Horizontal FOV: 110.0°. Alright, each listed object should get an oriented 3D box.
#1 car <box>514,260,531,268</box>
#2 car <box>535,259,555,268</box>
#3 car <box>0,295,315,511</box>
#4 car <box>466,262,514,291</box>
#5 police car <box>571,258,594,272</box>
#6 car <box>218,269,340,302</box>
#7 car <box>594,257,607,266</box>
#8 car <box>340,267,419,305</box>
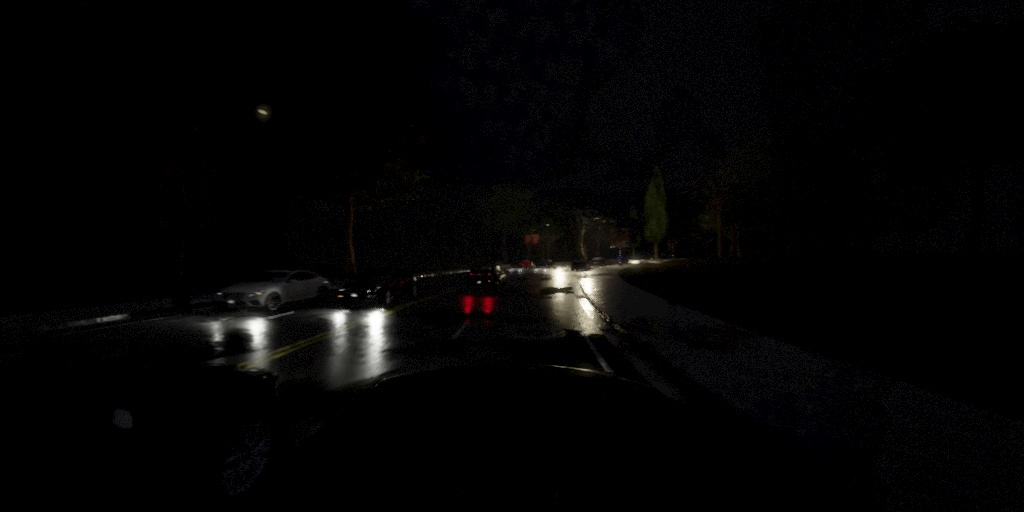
[{"bbox_3d":[1.382,1.229,56.103,1.895,1.301,4.718,0,0,24],"label":"car"},{"bbox_3d":[5.161,1.193,56.683,1.895,1.301,4.718,0,0,24],"label":"car"},{"bbox_3d":[-3.067,1.212,1.320,1.882,1.535,5.008,0,0,0],"label":"car"},{"bbox_3d":[-1.452,1.237,22.086,2.128,1.511,4.902,0,0,8],"label":"car"},{"bbox_3d":[8.743,1.056,45.226,1.930,1.638,5.238,0,0,20],"label":"police car"},{"bbox_3d":[-9.148,1.253,14.281,1.812,1.442,4.674,0,0,5],"label":"car"},{"bbox_3d":[15.223,0.939,62.591,2.128,1.511,4.902,-1,0,29],"label":"car"},{"bbox_3d":[-5.716,1.243,15.996,1.837,1.490,4.892,0,0,6],"label":"car"}]
